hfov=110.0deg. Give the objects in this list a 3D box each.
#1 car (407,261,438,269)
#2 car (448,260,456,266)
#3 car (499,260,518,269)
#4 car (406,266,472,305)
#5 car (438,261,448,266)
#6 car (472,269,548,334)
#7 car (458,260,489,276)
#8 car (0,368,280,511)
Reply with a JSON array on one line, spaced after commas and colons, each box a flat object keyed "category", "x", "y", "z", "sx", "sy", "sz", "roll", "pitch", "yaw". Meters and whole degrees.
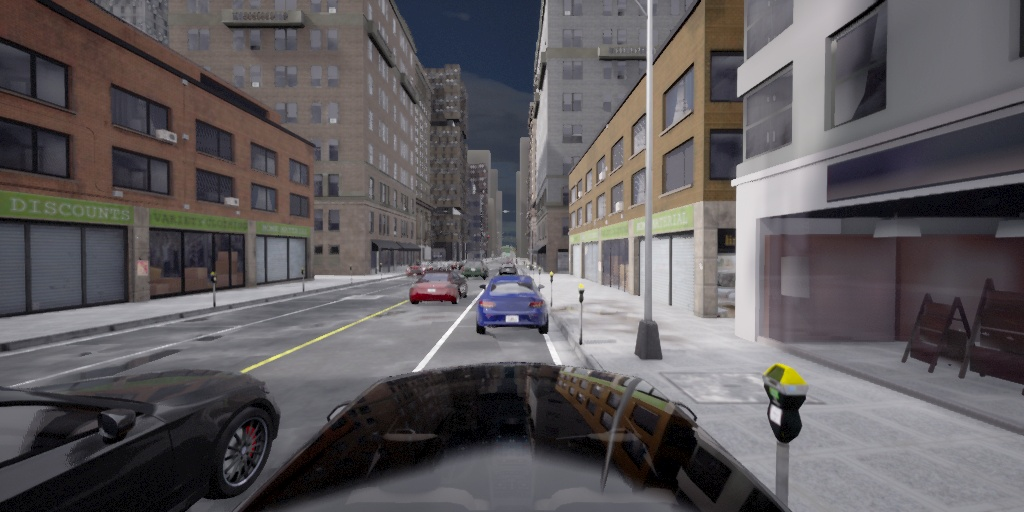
[{"category": "car", "x": -8.909, "y": 1.189, "z": 34.934, "sx": 1.967, "sy": 1.591, "sz": 4.097, "roll": 0, "pitch": 0, "yaw": 0}, {"category": "car", "x": -8.909, "y": 1.303, "z": 45.944, "sx": 2.007, "sy": 1.370, "sz": 4.403, "roll": 0, "pitch": 0, "yaw": 0}, {"category": "car", "x": -0.383, "y": 1.315, "z": 34.934, "sx": 1.948, "sy": 1.339, "sz": 4.313, "roll": 0, "pitch": 0, "yaw": 0}, {"category": "car", "x": -3.145, "y": 1.320, "z": 16.070, "sx": 1.994, "sy": 1.385, "sz": 4.181, "roll": 0, "pitch": 0, "yaw": 0}, {"category": "car", "x": -8.909, "y": 1.316, "z": 40.439, "sx": 1.948, "sy": 1.339, "sz": 4.313, "roll": 0, "pitch": 0, "yaw": 0}, {"category": "car", "x": 0.003, "y": 1.273, "z": 10.501, "sx": 1.812, "sy": 1.442, "sz": 4.674, "roll": 0, "pitch": 0, "yaw": 0}, {"category": "car", "x": -3.145, "y": 1.115, "z": 31.042, "sx": 2.097, "sy": 1.767, "sz": 4.553, "roll": 0, "pitch": 0, "yaw": 0}, {"category": "car", "x": -3.145, "y": 1.275, "z": 1.500, "sx": 1.812, "sy": 1.442, "sz": 4.674, "roll": 0, "pitch": 0, "yaw": 0}]
